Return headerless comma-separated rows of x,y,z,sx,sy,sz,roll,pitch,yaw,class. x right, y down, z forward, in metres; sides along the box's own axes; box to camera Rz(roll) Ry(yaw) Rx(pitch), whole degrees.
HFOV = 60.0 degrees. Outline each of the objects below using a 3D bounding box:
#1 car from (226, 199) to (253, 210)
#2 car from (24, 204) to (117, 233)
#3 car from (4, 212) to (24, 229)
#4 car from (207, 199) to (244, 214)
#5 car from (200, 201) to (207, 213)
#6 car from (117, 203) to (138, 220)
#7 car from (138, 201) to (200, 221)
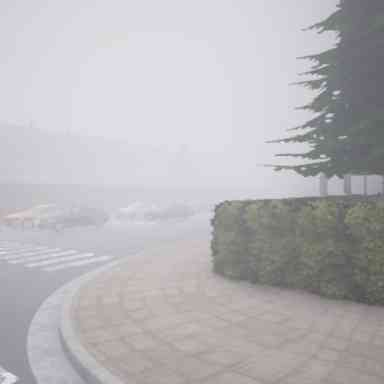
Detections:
6.754,1.701,47.066,1.812,1.442,4.674,-1,0,35,car
-7.519,1.629,21.041,2.128,1.511,4.902,-1,0,35,car
-10.310,1.652,23.147,1.882,1.535,5.008,-1,0,35,car
4.011,1.643,37.220,1.837,1.490,4.892,-1,0,36,car
0.789,1.739,38.701,1.994,1.385,4.181,-1,0,37,car
-4.936,1.701,30.670,1.812,1.442,4.674,-1,0,36,car
-1.863,1.686,28.978,2.033,1.411,5.357,-1,0,35,car
